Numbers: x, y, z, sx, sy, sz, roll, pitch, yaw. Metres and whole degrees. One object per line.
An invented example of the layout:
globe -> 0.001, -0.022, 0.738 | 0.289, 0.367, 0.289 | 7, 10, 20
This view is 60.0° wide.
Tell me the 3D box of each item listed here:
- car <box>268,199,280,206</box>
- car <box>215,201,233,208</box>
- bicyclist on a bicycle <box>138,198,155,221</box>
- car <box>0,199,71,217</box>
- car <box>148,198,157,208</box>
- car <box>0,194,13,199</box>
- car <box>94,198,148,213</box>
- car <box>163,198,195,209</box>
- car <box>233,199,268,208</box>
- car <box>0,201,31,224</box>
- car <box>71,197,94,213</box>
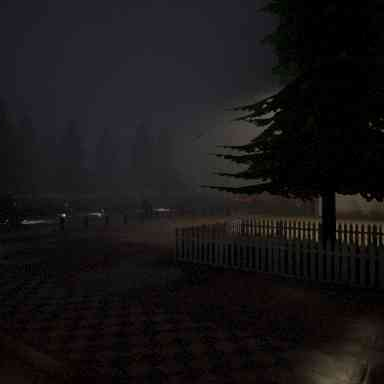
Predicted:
car -> 14.335, 1.547, 55.724 | 2.033, 1.411, 5.357 | 0, 0, 36
car -> 5.189, 1.564, 48.983 | 1.994, 1.385, 4.181 | 0, 0, 35
bicyclist on a bicycle -> -3.363, 1.302, 24.363 | 1.656, 1.620, 0.582 | 0, 0, 35
car -> -13.668, 1.547, 28.831 | 2.033, 1.411, 5.357 | 0, 0, 35
car -> -6.608, 1.526, 44.753 | 1.812, 1.442, 4.674 | 0, 0, 36
car -> -18.155, 1.222, 28.566 | 2.150, 2.045, 5.566 | 0, 0, 35
car -> -7.822, 1.547, 37.028 | 2.033, 1.411, 5.357 | 0, 0, 35
car -> -1.653, 1.547, 45.656 | 2.033, 1.411, 5.357 | 0, 0, 36
car -> 8.425, 1.221, 47.423 | 2.150, 2.045, 5.566 | 0, 0, 36
car -> -13.673, 1.564, 22.542 | 1.994, 1.385, 4.181 | 0, 0, 36
car -> -12.554, 1.352, 36.419 | 2.097, 1.767, 4.553 | 0, 0, 36
